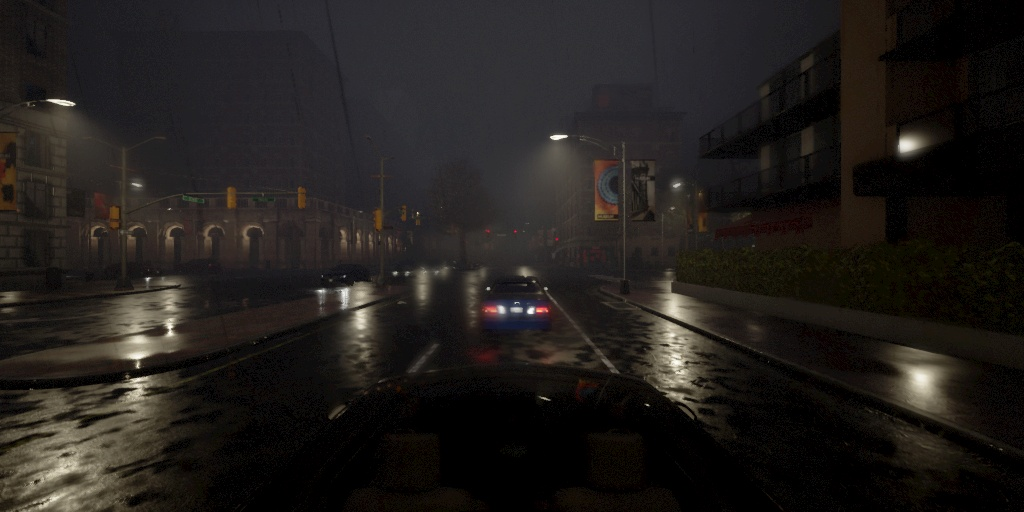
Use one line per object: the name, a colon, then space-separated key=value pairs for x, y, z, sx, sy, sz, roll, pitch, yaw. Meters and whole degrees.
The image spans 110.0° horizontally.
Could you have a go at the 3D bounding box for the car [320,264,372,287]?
car: x=-11.388 y=1.276 z=24.892 sx=1.812 sy=1.442 sz=4.674 roll=0 pitch=0 yaw=1

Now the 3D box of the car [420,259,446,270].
car: x=-11.131 y=1.227 z=50.992 sx=1.882 sy=1.535 sz=5.008 roll=0 pitch=0 yaw=1

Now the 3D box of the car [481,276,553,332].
car: x=0.150 y=1.297 z=10.819 sx=2.033 sy=1.411 sz=5.357 roll=0 pitch=0 yaw=1

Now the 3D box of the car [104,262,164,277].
car: x=-36.561 y=1.276 z=34.666 sx=4.674 sy=1.442 sz=1.812 roll=0 pitch=0 yaw=0

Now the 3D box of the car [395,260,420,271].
car: x=-14.645 y=1.227 z=49.550 sx=1.882 sy=1.535 sz=5.008 roll=0 pitch=0 yaw=1

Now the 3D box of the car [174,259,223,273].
car: x=-36.567 y=1.102 z=41.851 sx=4.553 sy=1.767 sz=2.097 roll=0 pitch=0 yaw=0
